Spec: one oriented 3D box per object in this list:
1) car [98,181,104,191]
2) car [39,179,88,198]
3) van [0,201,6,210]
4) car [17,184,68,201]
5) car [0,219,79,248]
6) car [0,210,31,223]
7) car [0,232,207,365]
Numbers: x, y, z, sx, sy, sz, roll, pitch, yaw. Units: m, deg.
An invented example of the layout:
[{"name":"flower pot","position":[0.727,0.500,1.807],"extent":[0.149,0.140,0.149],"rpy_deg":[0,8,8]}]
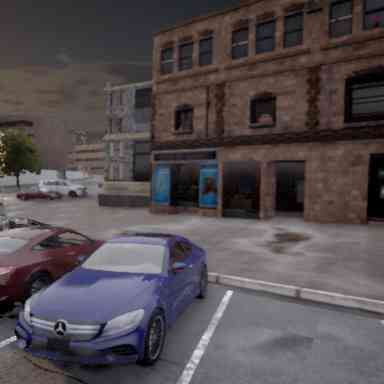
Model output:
[{"name":"car","position":[-10.547,-0.993,45.954],"extent":[4.892,1.521,2.231],"rpy_deg":[1,6,8]},{"name":"car","position":[-14.772,-0.383,37.967],"extent":[5.566,2.045,2.435],"rpy_deg":[1,6,8]},{"name":"van","position":[-8.437,1.243,11.075],"extent":[1.878,1.987,4.442],"rpy_deg":[1,-1,14]},{"name":"car","position":[-16.210,0.194,35.342],"extent":[4.674,1.452,2.002],"rpy_deg":[1,6,8]},{"name":"car","position":[-3.425,1.515,7.784],"extent":[2.002,1.452,4.674],"rpy_deg":[0,-1,14]},{"name":"car","position":[-5.908,1.474,9.500],"extent":[2.231,1.521,4.892],"rpy_deg":[1,-1,14]},{"name":"car","position":[-0.936,1.517,6.066],"extent":[2.002,1.452,4.674],"rpy_deg":[1,-1,15]}]
